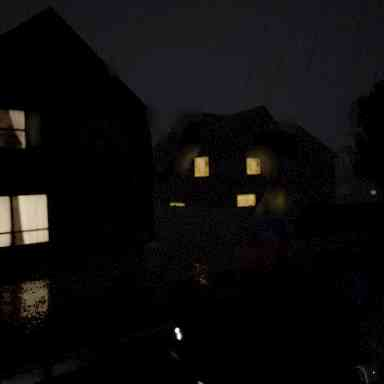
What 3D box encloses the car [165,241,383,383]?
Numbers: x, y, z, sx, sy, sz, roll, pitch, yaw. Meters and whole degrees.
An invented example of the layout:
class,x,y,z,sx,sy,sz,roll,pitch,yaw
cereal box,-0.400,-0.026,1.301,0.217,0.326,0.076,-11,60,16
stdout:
class,x,y,z,sx,sy,sz,roll,pitch,yaw
car,2.302,1.483,4.724,5.357,1.411,2.033,-1,1,-36
